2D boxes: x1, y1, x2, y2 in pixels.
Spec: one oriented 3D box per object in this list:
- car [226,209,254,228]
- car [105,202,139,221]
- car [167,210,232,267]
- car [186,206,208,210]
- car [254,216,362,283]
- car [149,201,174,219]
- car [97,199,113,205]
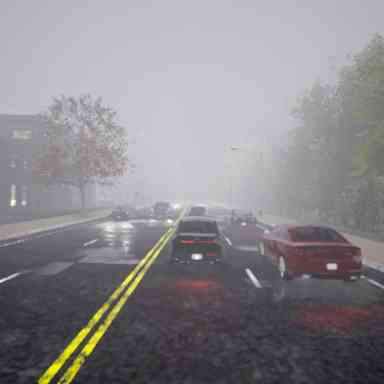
[{"bbox_3d":[3.676,1.977,25.530,1.895,1.301,4.718,1,-1,1],"label":"car"},{"bbox_3d":[-6.168,1.838,30.323,1.895,1.301,4.718,1,-1,1],"label":"car"},{"bbox_3d":[0.209,1.655,12.129,1.837,1.490,4.892,1,0,1],"label":"car"},{"bbox_3d":[0.472,1.867,28.001,1.812,1.442,4.674,1,-1,1],"label":"car"},{"bbox_3d":[3.420,1.671,10.455,1.882,1.535,5.008,1,-1,1],"label":"car"},{"bbox_3d":[-2.903,1.681,32.686,2.097,1.767,4.553,1,-1,0],"label":"car"},{"bbox_3d":[-19.443,2.332,75.691,4.313,1.339,1.947,0,1,0],"label":"car"}]
